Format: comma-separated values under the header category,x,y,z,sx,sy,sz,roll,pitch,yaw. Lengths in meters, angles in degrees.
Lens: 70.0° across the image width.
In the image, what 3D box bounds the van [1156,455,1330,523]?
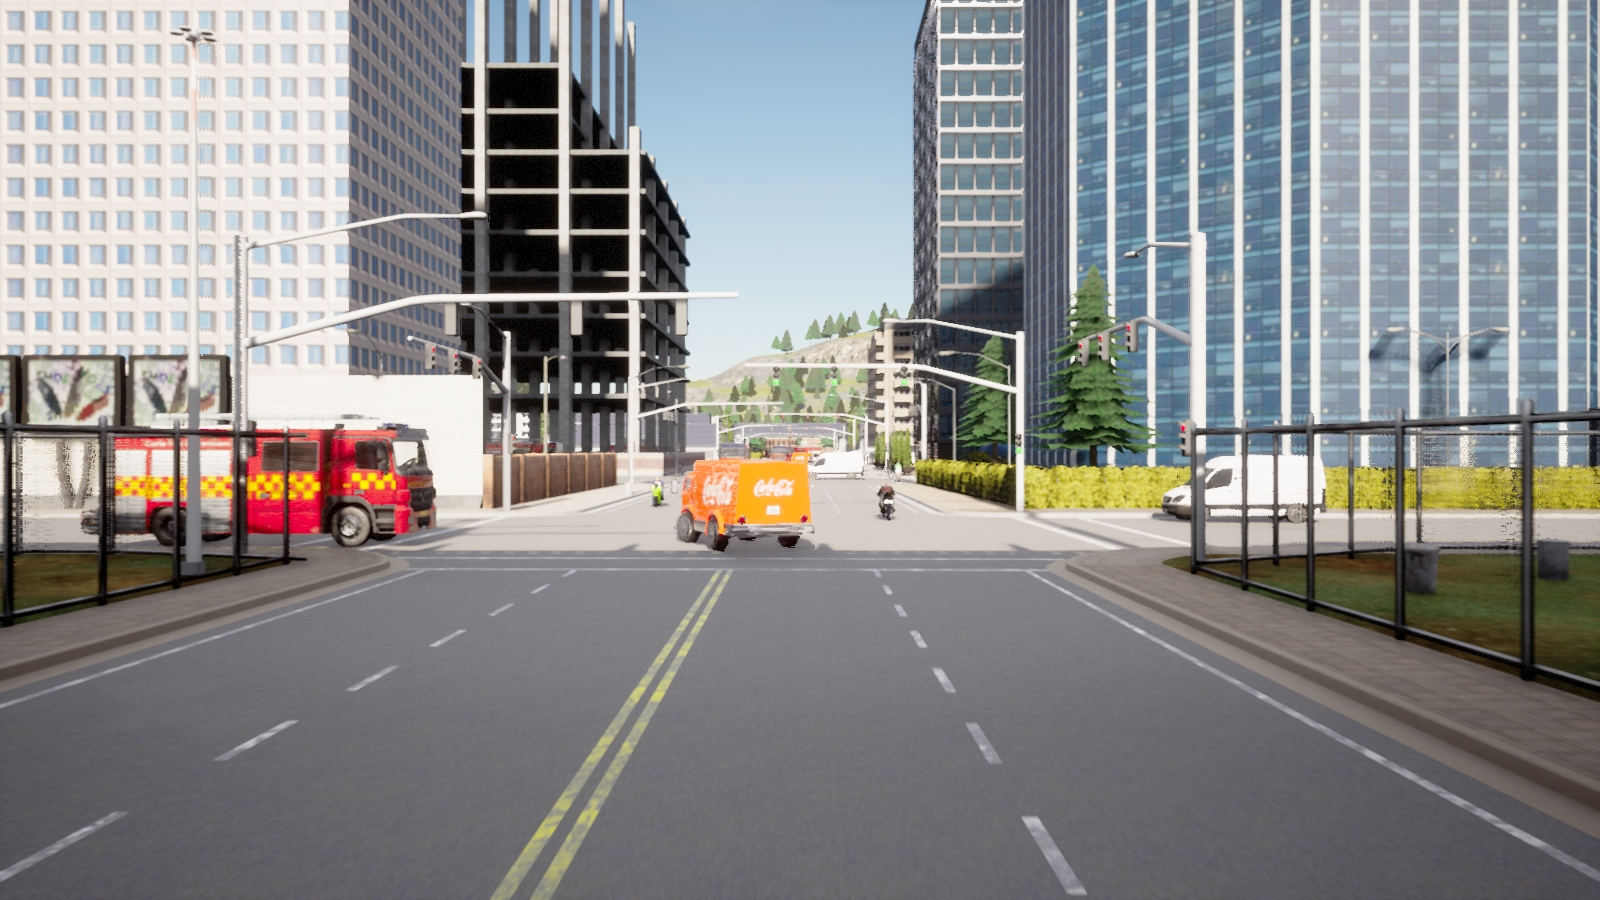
category,x,y,z,sx,sy,sz,roll,pitch,yaw
van,16.975,1.481,43.974,5.915,2.561,1.988,0,0,0

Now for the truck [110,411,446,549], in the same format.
category,x,y,z,sx,sy,sz,roll,pitch,yaw
truck,-15.005,0.839,33.311,8.468,3.827,2.891,0,0,0

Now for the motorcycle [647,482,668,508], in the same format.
category,x,y,z,sx,sy,sz,roll,pitch,yaw
motorcycle,-6.983,2.188,56.147,0.803,1.199,2.033,0,0,0

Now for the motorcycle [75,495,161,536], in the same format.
category,x,y,z,sx,sy,sz,roll,pitch,yaw
motorcycle,-22.117,2.116,37.072,2.356,1.277,0.764,0,0,0

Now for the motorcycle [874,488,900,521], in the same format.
category,x,y,z,sx,sy,sz,roll,pitch,yaw
motorcycle,3.515,2.187,46.331,0.867,1.251,2.209,0,0,0

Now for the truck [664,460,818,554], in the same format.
category,x,y,z,sx,sy,sz,roll,pitch,yaw
truck,-1.817,1.531,33.025,2.627,2.467,5.204,1,-1,-26
